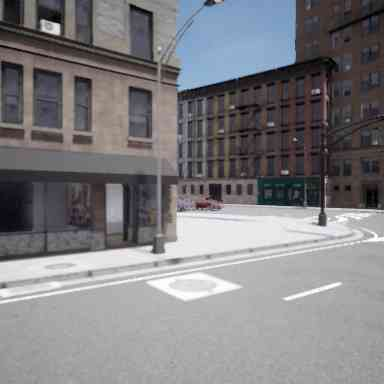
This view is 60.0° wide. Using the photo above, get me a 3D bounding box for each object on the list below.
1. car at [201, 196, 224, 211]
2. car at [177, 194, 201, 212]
[{"bbox_3d":[1.182,1.187,35.046,4.674,1.442,1.812,1,0,38],"label":"car"},{"bbox_3d":[-1.792,0.987,33.238,4.553,1.767,2.097,1,0,38],"label":"car"}]
